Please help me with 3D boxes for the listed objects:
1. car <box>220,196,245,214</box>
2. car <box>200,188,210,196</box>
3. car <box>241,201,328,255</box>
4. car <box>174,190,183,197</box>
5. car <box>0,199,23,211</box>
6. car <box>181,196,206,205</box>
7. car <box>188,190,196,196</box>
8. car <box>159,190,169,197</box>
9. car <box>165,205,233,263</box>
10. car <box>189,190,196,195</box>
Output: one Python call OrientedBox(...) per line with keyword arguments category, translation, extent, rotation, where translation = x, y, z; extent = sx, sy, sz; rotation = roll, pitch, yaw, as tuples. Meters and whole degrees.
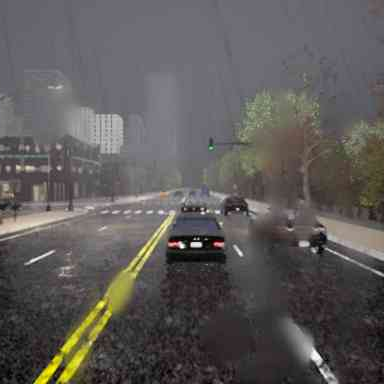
OrientedBox(category="car", translation=(3.392, 1.094, 27.102), extent=(1.882, 1.535, 5.008), rotation=(0, 1, 0))
OrientedBox(category="car", translation=(3.373, 0.008, 84.837), extent=(2.150, 2.045, 5.566), rotation=(0, 1, 0))
OrientedBox(category="car", translation=(3.369, 1.315, 12.394), extent=(2.128, 1.511, 4.902), rotation=(0, 1, 0))
OrientedBox(category="car", translation=(-3.137, 0.385, 76.732), extent=(1.882, 1.535, 5.008), rotation=(0, 1, 0))
OrientedBox(category="car", translation=(-19.903, 1.328, 34.420), extent=(4.313, 1.339, 1.947), rotation=(-1, 2, 0))
OrientedBox(category="car", translation=(0.140, 1.234, 25.867), extent=(1.895, 1.301, 4.718), rotation=(0, 1, 0))
OrientedBox(category="car", translation=(0.123, 0.261, 84.814), extent=(1.882, 1.535, 5.008), rotation=(0, 1, 0))
OrientedBox(category="car", translation=(-6.387, 0.385, 76.737), extent=(1.882, 1.535, 5.008), rotation=(0, 1, 0))
OrientedBox(category="car", translation=(0.116, 1.388, 11.198), extent=(2.033, 1.411, 5.357), rotation=(0, 1, 0))
OrientedBox(category="car", translation=(0.139, 0.026, 95.231), extent=(1.994, 1.385, 4.181), rotation=(0, 1, 0))
